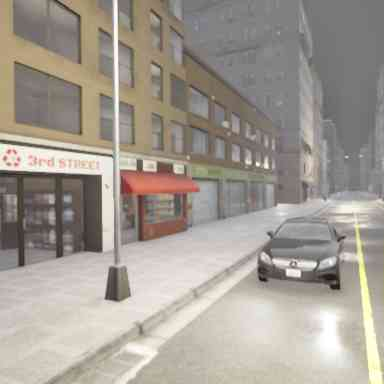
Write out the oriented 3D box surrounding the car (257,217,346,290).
[{"bbox_3d":[3.183,1.455,9.207,1.812,1.442,4.674,0,0,26],"label":"car"}]
